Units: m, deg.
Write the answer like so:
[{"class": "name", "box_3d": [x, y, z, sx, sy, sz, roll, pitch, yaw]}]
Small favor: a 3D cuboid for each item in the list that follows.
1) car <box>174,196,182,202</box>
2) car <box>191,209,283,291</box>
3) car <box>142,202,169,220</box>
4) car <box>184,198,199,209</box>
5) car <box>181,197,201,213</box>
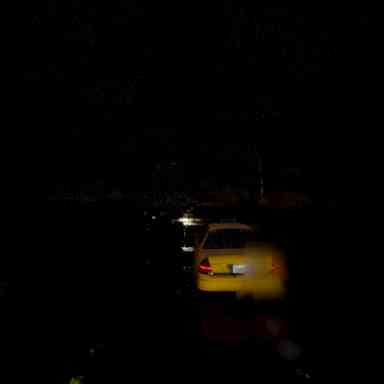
[{"class": "car", "box_3d": [-2.905, 1.594, 74.109, 1.895, 1.301, 4.718, 0, 0, 0]}, {"class": "car", "box_3d": [0.944, 1.453, 8.944, 1.801, 1.575, 5.366, 0, 0, 0]}, {"class": "car", "box_3d": [-2.910, 1.541, 27.900, 2.033, 1.411, 5.357, 0, 0, 0]}, {"class": "car", "box_3d": [-0.073, 1.554, 46.331, 1.994, 1.385, 4.181, 0, 0, 1]}, {"class": "car", "box_3d": [-0.002, 1.517, 37.440, 1.812, 1.442, 4.674, 0, 0, 0]}]
